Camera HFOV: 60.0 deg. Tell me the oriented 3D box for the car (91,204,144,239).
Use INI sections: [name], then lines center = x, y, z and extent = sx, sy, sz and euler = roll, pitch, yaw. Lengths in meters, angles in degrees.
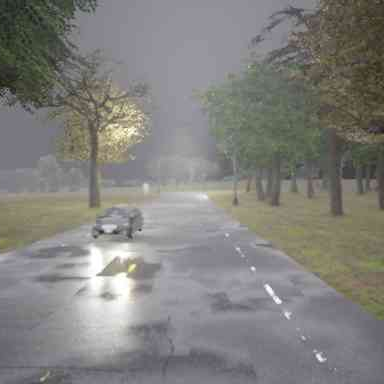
[car]
center = -3.586, 1.398, 16.755
extent = 2.128, 1.511, 4.902
euler = 0, 0, 0
